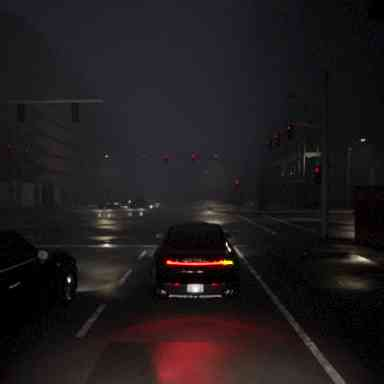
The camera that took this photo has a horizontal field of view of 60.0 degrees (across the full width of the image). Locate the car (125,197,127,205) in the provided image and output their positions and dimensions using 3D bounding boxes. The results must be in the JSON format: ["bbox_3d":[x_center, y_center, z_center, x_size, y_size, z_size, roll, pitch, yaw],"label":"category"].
[{"bbox_3d":[-10.924,1.525,54.610,2.033,1.411,5.357,0,0,1],"label":"car"}]

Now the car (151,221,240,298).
[{"bbox_3d":[0.081,1.501,8.476,1.837,1.490,4.892,0,0,0],"label":"car"}]

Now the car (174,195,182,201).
[{"bbox_3d":[-3.517,1.518,84.269,1.994,1.385,4.181,0,0,1],"label":"car"}]

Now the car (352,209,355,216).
[{"bbox_3d":[15.972,1.645,27.702,4.718,1.301,1.895,0,0,0],"label":"car"}]

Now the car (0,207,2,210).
[{"bbox_3d":[-18.380,1.568,27.771,4.674,1.442,1.812,0,0,0],"label":"car"}]

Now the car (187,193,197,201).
[{"bbox_3d":[-0.014,1.191,84.494,2.150,2.045,5.566,0,0,1],"label":"car"}]

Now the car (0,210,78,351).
[{"bbox_3d":[-3.445,1.350,5.153,2.097,1.767,4.553,0,0,0],"label":"car"}]

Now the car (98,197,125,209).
[{"bbox_3d":[-10.934,1.529,44.530,2.033,1.411,5.357,0,0,3],"label":"car"}]

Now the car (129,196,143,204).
[{"bbox_3d":[-10.774,1.499,64.552,1.812,1.442,4.674,0,0,1],"label":"car"}]

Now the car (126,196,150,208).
[{"bbox_3d":[-7.465,1.486,46.414,1.837,1.490,4.892,0,0,0],"label":"car"}]

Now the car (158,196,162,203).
[{"bbox_3d":[-7.229,1.464,66.920,2.128,1.511,4.902,0,0,1],"label":"car"}]

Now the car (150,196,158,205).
[{"bbox_3d":[-7.401,1.454,56.492,1.882,1.535,5.008,0,0,1],"label":"car"}]
